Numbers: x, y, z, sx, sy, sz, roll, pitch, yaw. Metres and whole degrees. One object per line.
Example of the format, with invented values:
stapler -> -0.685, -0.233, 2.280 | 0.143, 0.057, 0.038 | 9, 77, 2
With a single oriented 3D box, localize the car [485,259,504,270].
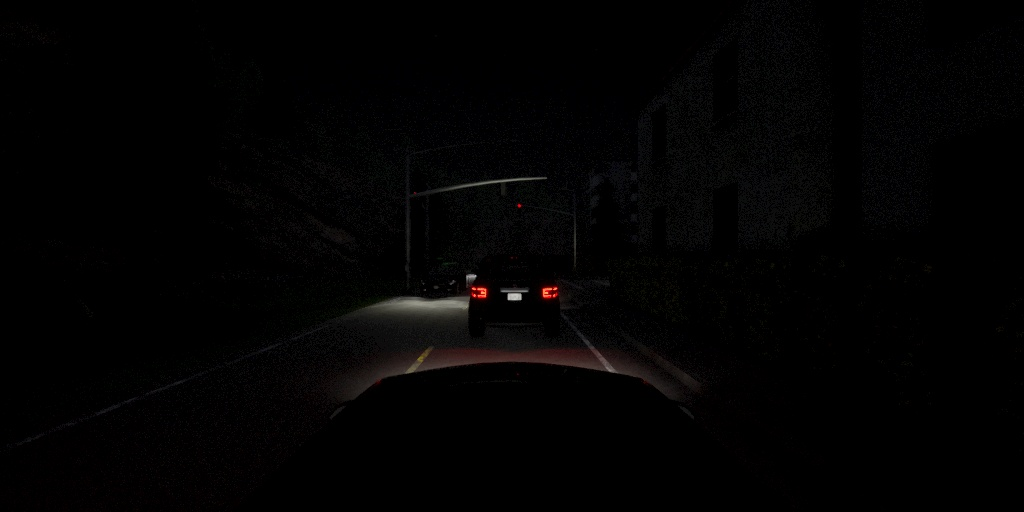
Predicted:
car -> -2.666, 1.276, 55.038 | 1.812, 1.442, 4.674 | 0, 0, 12

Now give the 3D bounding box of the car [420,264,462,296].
car -> -3.635, 1.227, 19.635 | 1.882, 1.535, 5.008 | 0, 0, 0

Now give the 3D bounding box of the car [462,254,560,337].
car -> 0.063, 0.971, 10.403 | 2.150, 2.045, 5.566 | 0, 0, 0

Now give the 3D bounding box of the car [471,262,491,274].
car -> -3.600, 1.351, 42.099 | 1.895, 1.301, 4.718 | 0, 0, 1
